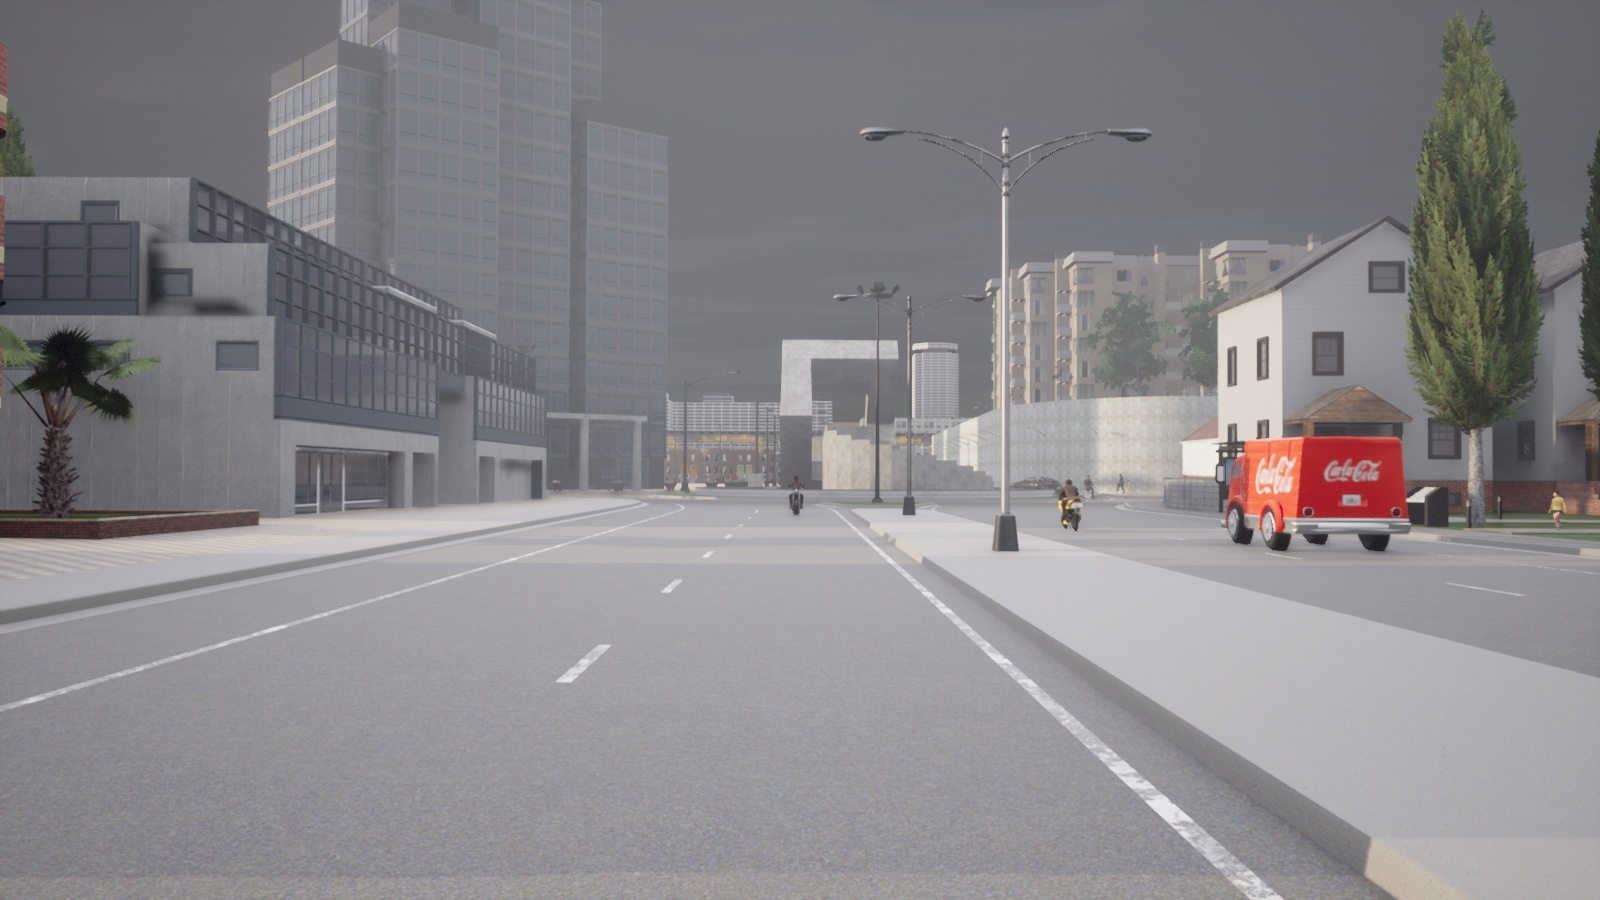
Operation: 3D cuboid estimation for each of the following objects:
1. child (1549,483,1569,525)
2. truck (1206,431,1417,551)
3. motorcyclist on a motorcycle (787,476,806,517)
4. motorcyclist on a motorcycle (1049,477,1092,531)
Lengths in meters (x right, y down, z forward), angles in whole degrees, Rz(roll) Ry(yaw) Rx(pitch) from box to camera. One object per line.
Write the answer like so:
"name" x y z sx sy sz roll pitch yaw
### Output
"child" 20.353 1.450 33.658 0.394 1.110 0.255 0 -1 -21
"truck" 11.424 0.905 28.592 2.627 2.467 5.204 0 -1 0
"motorcyclist on a motorcycle" -0.136 1.879 51.381 0.766 1.649 2.350 0 -1 0
"motorcyclist on a motorcycle" 7.905 1.565 36.810 0.797 1.523 2.044 0 -1 0
